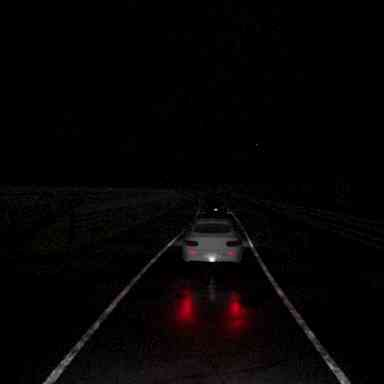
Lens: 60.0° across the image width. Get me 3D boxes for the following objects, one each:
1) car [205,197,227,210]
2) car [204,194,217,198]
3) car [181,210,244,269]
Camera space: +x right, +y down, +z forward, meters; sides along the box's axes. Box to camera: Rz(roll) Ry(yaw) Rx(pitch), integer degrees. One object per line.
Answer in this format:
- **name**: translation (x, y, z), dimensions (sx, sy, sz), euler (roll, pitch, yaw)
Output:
- **car**: translation (2.257, 1.518, 31.569), dimensions (1.994, 1.385, 4.181), euler (0, 1, 4)
- **car**: translation (3.026, 1.079, 54.133), dimensions (2.128, 1.511, 4.902), euler (0, 2, 1)
- **car**: translation (0.694, 1.537, 11.139), dimensions (1.812, 1.442, 4.674), euler (0, 0, 4)
